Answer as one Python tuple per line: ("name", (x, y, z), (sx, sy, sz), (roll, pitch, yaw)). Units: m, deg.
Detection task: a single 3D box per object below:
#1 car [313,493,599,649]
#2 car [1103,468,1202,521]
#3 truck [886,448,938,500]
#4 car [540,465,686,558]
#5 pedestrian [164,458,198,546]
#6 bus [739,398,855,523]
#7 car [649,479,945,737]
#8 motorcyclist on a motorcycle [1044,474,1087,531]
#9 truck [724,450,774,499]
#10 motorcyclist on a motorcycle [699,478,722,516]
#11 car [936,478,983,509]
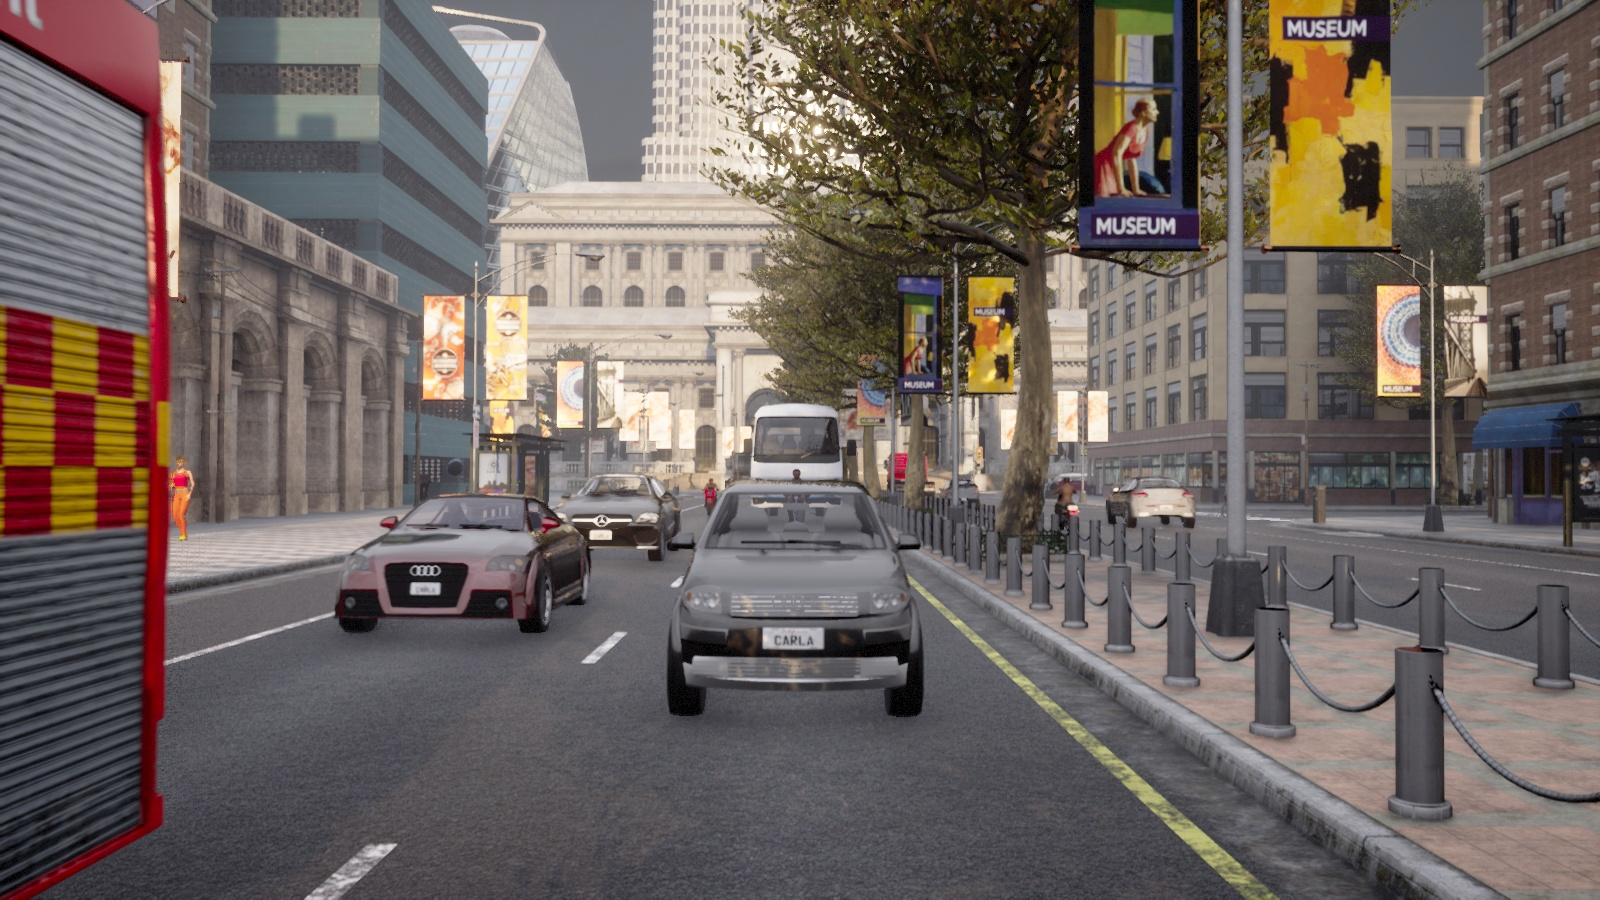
("car", (-3.532, 1.193, 13.774), (1.994, 1.385, 4.181), (0, -1, 0))
("car", (11.576, 1.438, 41.636), (2.152, 1.651, 5.027), (0, -1, 4))
("truck", (7.765, 1.677, 87.977), (2.891, 3.462, 7.936), (0, -1, 0))
("car", (-3.559, 1.144, 24.912), (2.152, 1.651, 5.027), (0, -1, 0))
("pedestrian", (-13.158, 1.099, 26.705), (0.345, 1.836, 0.594), (0, -1, 12))
("bus", (-0.117, 0.460, 47.762), (3.944, 4.253, 10.273), (0, -1, 0))
("car", (-0.022, 1.002, 9.471), (1.789, 1.549, 3.705), (0, -1, 0))
("motorcyclist on a motorcycle", (7.912, 1.538, 37.521), (0.766, 1.649, 2.350), (0, -1, 0))
("truck", (-3.824, 1.821, 92.561), (2.891, 3.462, 7.936), (0, -1, -8))
("motorcyclist on a motorcycle", (-3.620, 1.905, 51.155), (0.797, 1.523, 2.044), (0, -1, 0))
("car", (7.854, 2.127, 62.255), (1.845, 1.501, 3.633), (0, -1, 0))
